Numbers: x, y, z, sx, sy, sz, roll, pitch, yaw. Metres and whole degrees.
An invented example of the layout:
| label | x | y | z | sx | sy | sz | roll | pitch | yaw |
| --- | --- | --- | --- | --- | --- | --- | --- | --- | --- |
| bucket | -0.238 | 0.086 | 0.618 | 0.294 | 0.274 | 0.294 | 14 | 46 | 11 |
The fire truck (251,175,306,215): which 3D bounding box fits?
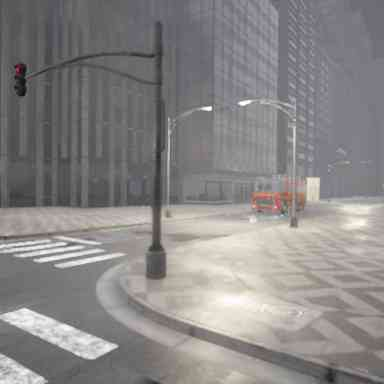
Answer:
| label | x | y | z | sx | sy | sz | roll | pitch | yaw |
| --- | --- | --- | --- | --- | --- | --- | --- | --- | --- |
| fire truck | 9.214 | 0.216 | 34.449 | 2.891 | 3.827 | 8.468 | 1 | 0 | 35 |
